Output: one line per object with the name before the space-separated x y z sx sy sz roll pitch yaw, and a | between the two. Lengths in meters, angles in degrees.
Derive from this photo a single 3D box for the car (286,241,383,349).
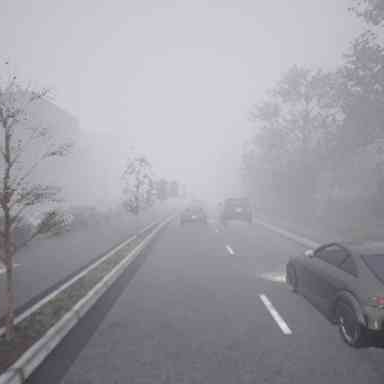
car | 3.243 1.620 6.345 1.994 1.385 4.181 0 0 0

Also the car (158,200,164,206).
car | -7.228 1.855 62.825 1.946 1.575 5.366 0 0 5

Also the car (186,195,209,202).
car | 0.708 1.657 41.598 2.097 1.767 4.553 0 0 3

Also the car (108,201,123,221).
car | -7.936 1.746 29.656 2.002 1.452 4.674 0 0 0

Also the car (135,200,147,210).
car | -7.861 1.794 46.199 2.097 1.535 5.008 0 0 1

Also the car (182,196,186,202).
car | -4.000 1.687 90.519 2.435 2.045 5.566 0 0 10

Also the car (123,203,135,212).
car | -7.911 1.739 35.207 2.231 1.521 4.892 0 0 0

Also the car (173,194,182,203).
car | -4.873 1.929 85.040 2.231 1.521 4.892 0 0 9

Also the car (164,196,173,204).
car | -6.278 1.891 73.802 1.946 1.575 5.366 0 0 7

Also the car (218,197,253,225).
car | 3.321 1.430 25.902 2.150 2.045 5.566 0 0 1

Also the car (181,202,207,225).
car | 0.167 1.771 25.893 1.994 1.385 4.181 0 0 1

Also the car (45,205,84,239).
car | -7.986 1.673 18.564 2.002 1.452 4.674 0 0 0

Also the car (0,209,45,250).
car | -8.010 1.623 12.985 2.163 1.488 4.792 0 0 0

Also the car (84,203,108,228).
car | -7.960 1.700 24.079 2.163 1.488 4.792 0 0 0

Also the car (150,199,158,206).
car | -7.629 1.864 55.795 2.163 1.488 4.792 0 0 3
